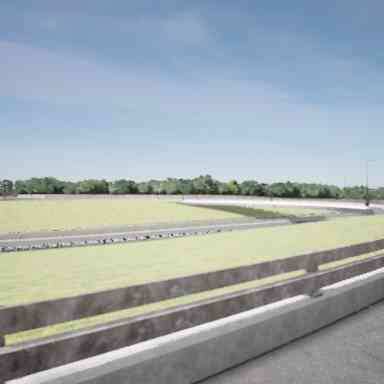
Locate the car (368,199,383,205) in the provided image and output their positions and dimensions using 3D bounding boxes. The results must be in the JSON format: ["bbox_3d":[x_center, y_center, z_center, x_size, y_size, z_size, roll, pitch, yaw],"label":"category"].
[{"bbox_3d":[43.195,2.496,79.953,1.837,1.490,4.892,0,-1,1],"label":"car"}]
